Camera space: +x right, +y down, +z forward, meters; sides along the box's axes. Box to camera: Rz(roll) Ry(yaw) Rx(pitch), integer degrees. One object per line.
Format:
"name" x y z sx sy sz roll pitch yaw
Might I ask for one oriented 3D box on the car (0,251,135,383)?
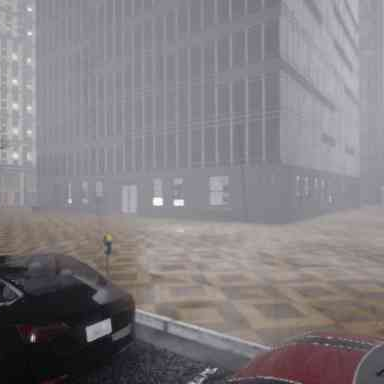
"car" -2.721 1.568 4.908 4.313 1.339 1.947 0 0 36

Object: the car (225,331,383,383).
"car" 1.940 1.441 1.647 4.097 1.590 1.967 0 0 36
